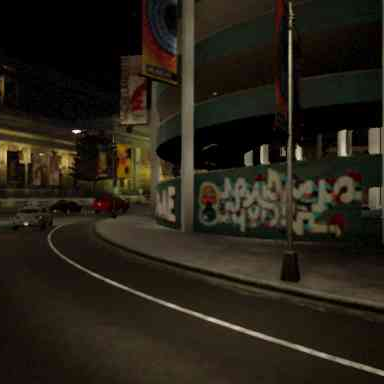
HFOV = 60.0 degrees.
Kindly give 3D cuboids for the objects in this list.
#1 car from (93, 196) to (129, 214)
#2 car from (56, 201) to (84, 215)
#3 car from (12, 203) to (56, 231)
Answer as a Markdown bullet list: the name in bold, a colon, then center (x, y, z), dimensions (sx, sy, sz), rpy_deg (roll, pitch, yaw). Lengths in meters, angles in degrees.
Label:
- **car**: center (-9.702, 1.528, 40.230), dimensions (2.150, 2.045, 5.566), rpy_deg (0, 0, 17)
- **car**: center (-13.993, 1.769, 37.586), dimensions (1.837, 1.490, 4.892), rpy_deg (-1, 0, 11)
- **car**: center (-10.445, 1.670, 21.978), dimensions (1.812, 1.442, 4.674), rpy_deg (0, 0, -15)
